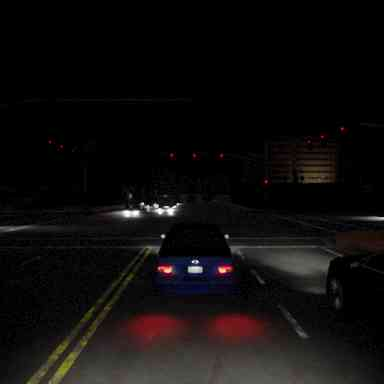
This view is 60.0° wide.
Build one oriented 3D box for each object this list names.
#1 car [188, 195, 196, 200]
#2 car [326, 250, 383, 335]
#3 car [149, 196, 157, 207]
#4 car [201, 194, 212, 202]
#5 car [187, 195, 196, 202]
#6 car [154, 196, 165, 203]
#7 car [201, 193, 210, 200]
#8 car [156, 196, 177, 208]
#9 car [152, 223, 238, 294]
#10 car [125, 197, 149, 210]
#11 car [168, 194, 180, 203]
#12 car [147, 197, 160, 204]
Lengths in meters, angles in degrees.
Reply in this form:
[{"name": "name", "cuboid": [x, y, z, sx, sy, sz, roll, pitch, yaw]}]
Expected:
[{"name": "car", "cuboid": [-0.072, 1.402, 84.700, 1.994, 1.385, 4.181, 0, 0, 0]}, {"name": "car", "cuboid": [3.559, 1.490, 4.683, 2.128, 1.511, 4.902, 0, 0, 0]}, {"name": "car", "cuboid": [-7.136, 1.534, 52.264, 2.033, 1.411, 5.357, 0, 0, 0]}, {"name": "car", "cuboid": [3.437, 1.324, 74.719, 2.097, 1.767, 4.553, 0, 0, 0]}, {"name": "car", "cuboid": [-0.063, 1.512, 74.426, 2.033, 1.411, 5.357, 0, 0, 0]}, {"name": "car", "cuboid": [-7.061, 1.521, 72.566, 2.033, 1.411, 5.357, 0, 0, 0]}, {"name": "car", "cuboid": [3.428, 1.205, 84.674, 2.097, 1.767, 4.553, 0, 0, 0]}, {"name": "car", "cuboid": [-3.630, 1.588, 47.202, 1.895, 1.301, 4.718, 0, 0, 0]}, {"name": "car", "cuboid": [0.075, 1.545, 8.926, 2.033, 1.411, 5.357, 0, 0, 0]}, {"name": "car", "cuboid": [-7.196, 1.481, 42.229, 2.128, 1.511, 4.902, 0, 0, 2]}, {"name": "car", "cuboid": [-3.630, 1.477, 56.848, 2.128, 1.511, 4.902, 0, 0, 0]}, {"name": "car", "cuboid": [-7.111, 1.584, 62.264, 1.895, 1.301, 4.718, 0, 0, 0]}]
